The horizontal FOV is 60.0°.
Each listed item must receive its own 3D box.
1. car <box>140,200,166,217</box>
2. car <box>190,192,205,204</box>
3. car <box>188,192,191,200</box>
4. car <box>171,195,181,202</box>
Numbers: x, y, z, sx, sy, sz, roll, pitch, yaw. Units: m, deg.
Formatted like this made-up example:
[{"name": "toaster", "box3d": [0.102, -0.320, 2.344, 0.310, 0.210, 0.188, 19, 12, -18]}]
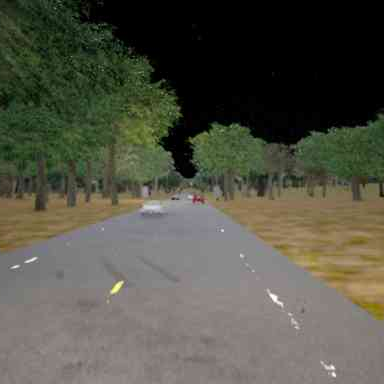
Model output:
[{"name": "car", "box3d": [-3.603, 1.476, 31.182, 1.812, 1.442, 4.674, 0, 0, 0]}, {"name": "car", "box3d": [1.204, 1.135, 61.858, 2.150, 2.045, 5.566, 0, 0, 0]}, {"name": "car", "box3d": [-0.027, 1.327, 81.350, 1.895, 1.301, 4.718, 0, 0, 0]}, {"name": "car", "box3d": [-3.525, 1.317, 73.455, 1.882, 1.535, 5.008, 0, 0, 0]}]
